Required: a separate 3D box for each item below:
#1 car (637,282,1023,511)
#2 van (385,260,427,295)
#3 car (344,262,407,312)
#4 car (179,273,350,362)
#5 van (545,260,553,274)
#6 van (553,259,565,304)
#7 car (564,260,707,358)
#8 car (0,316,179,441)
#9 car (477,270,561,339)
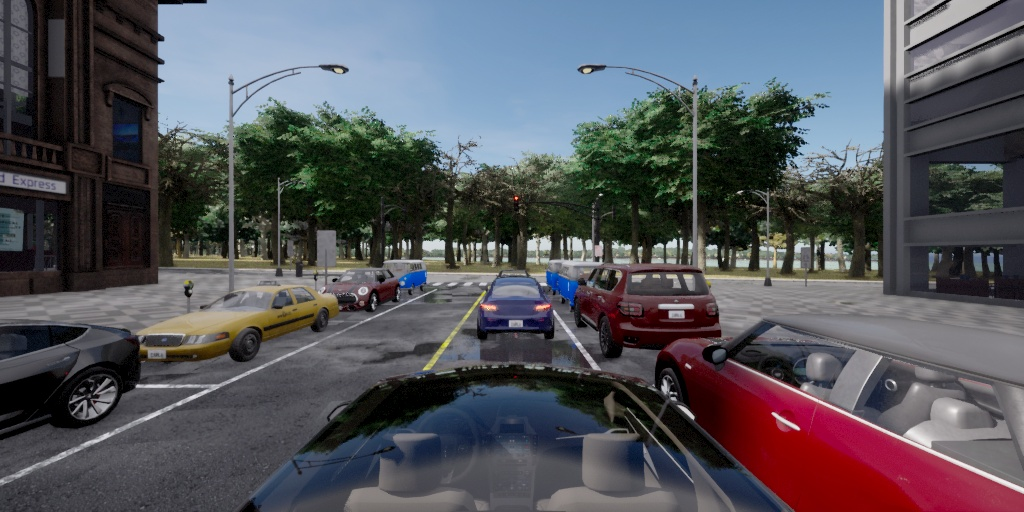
[{"bbox_3d":[2.763,1.190,2.963,1.967,1.591,4.097,0,0,0],"label":"car"},{"bbox_3d":[-5.766,1.092,19.274,1.690,1.789,3.998,0,0,0],"label":"van"},{"bbox_3d":[-5.765,1.190,13.836,1.967,1.591,4.097,0,0,0],"label":"car"},{"bbox_3d":[-5.764,1.275,8.229,1.751,1.417,4.829,0,0,0],"label":"car"},{"bbox_3d":[2.759,1.092,19.276,1.690,1.789,3.998,0,0,0],"label":"van"},{"bbox_3d":[2.760,1.091,13.838,1.690,1.789,3.998,0,0,0],"label":"van"},{"bbox_3d":[2.761,1.065,8.401,2.192,1.841,5.009,0,0,0],"label":"car"},{"bbox_3d":[-5.763,1.316,2.961,1.948,1.339,4.313,0,0,0],"label":"car"},{"bbox_3d":[0.097,1.276,9.938,1.812,1.442,4.674,0,0,0],"label":"car"}]
